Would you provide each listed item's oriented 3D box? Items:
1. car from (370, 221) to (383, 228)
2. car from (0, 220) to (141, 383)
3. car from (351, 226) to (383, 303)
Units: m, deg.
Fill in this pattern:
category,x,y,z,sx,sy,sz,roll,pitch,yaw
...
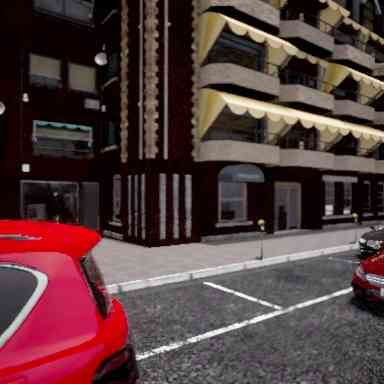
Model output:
category,x,y,z,sx,sy,sz,roll,pitch,yaw
car,7.874,1.625,12.283,4.403,1.369,2.008,0,0,-36
car,-2.894,1.227,1.290,5.566,2.045,2.150,0,0,-36
car,5.406,1.571,7.293,4.674,1.442,1.812,0,0,-36
